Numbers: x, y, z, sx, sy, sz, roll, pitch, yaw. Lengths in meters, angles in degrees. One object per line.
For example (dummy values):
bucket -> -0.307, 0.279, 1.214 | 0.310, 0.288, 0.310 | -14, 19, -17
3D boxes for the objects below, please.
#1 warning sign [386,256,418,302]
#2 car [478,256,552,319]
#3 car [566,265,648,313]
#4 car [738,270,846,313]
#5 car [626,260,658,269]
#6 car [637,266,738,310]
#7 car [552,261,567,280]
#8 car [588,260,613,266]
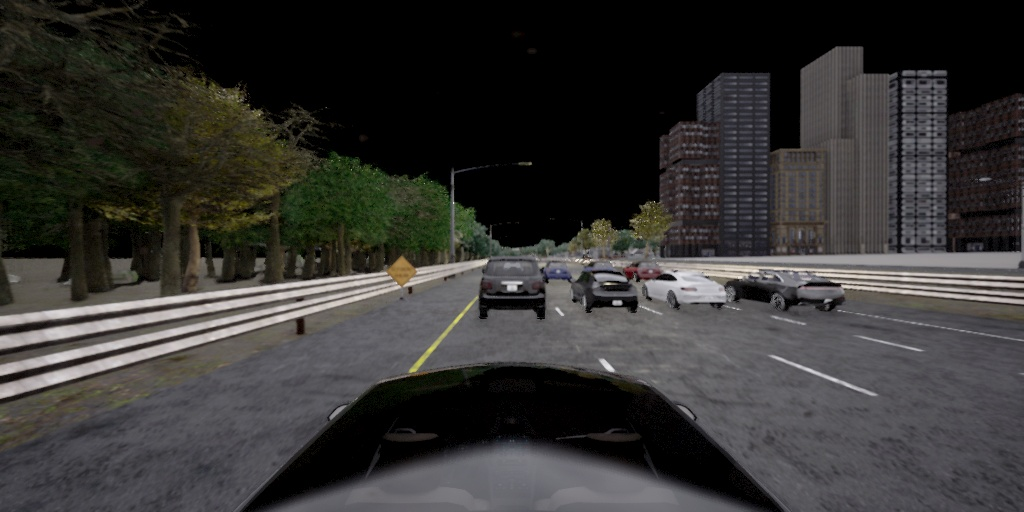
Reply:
warning sign -> -4.552, 0.923, 14.850 | 1.300, 1.860, 1.060 | 0, 0, 0
car -> 0.027, 1.024, 13.225 | 2.150, 2.045, 5.566 | 0, 0, 0
car -> 3.541, 1.311, 14.406 | 1.837, 1.490, 4.892 | 0, 0, 0
car -> 10.539, 1.297, 14.368 | 2.128, 1.511, 4.902 | 0, 0, 1
car -> 10.539, 1.190, 29.282 | 2.097, 1.767, 4.553 | 0, 0, 0
car -> 7.046, 1.332, 15.057 | 1.812, 1.442, 4.674 | 0, 0, 1
car -> 3.539, 1.190, 29.277 | 2.097, 1.767, 4.553 | 0, 0, 1
car -> 7.039, 1.190, 29.274 | 2.097, 1.767, 4.553 | 0, 0, 1
